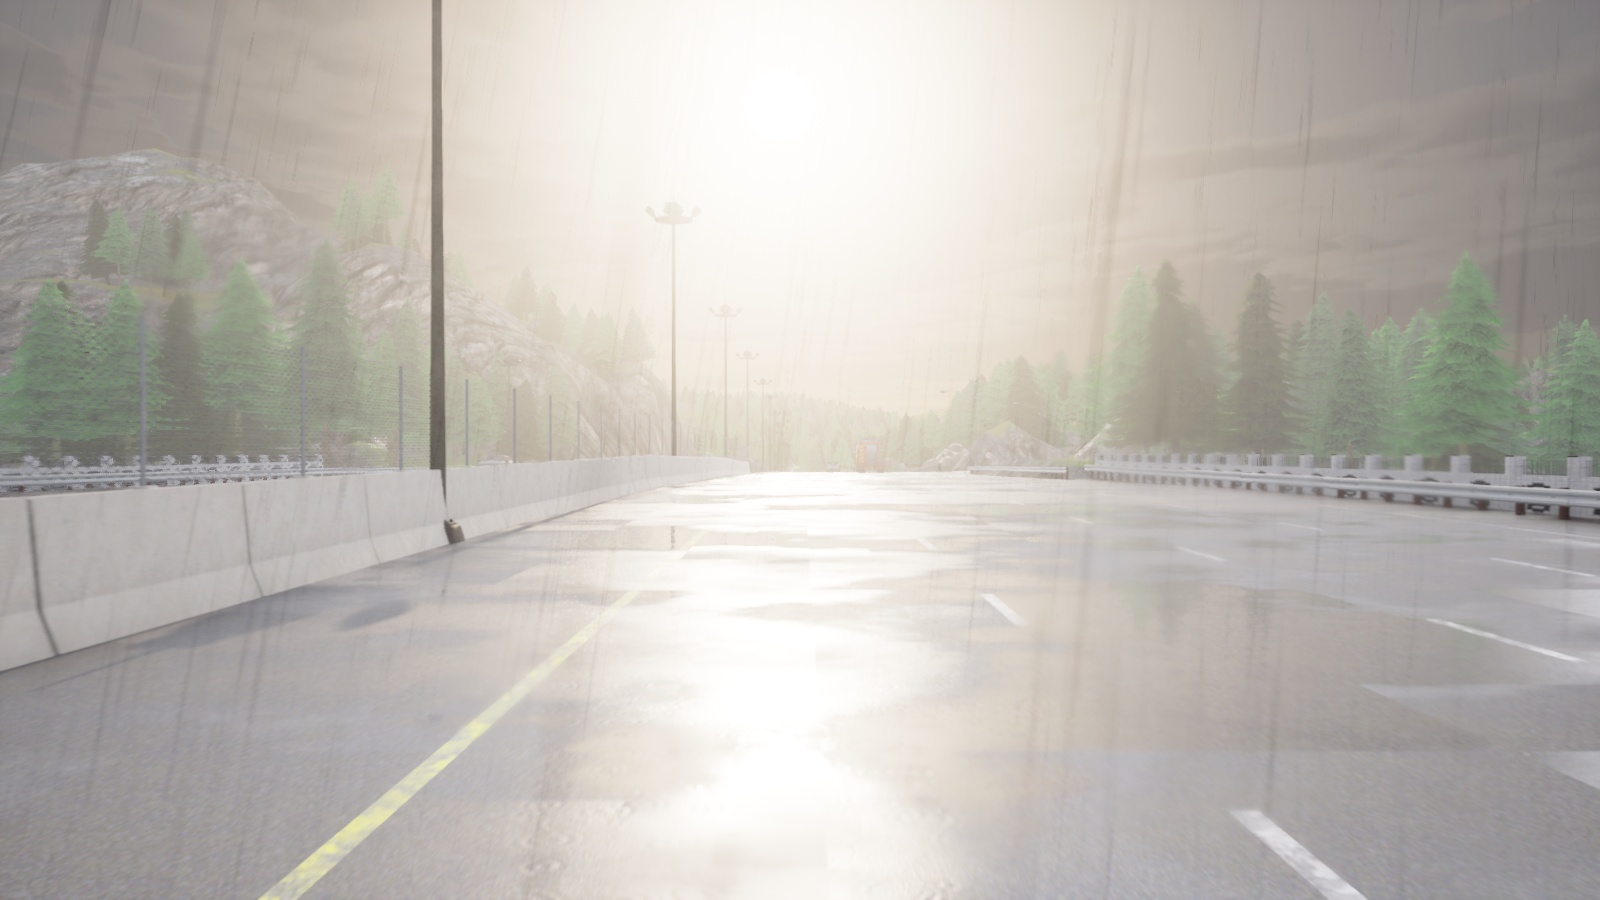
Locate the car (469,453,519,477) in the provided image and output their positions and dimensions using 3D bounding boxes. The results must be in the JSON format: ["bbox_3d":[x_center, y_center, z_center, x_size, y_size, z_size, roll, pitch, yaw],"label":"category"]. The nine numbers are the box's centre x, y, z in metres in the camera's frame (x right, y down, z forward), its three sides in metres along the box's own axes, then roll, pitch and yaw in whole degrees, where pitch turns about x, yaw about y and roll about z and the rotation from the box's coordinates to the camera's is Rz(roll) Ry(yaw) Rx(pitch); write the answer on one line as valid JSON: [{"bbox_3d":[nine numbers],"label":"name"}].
[{"bbox_3d":[-20.505,1.007,84.414,2.128,1.511,4.902,0,-1,0],"label":"car"}]
